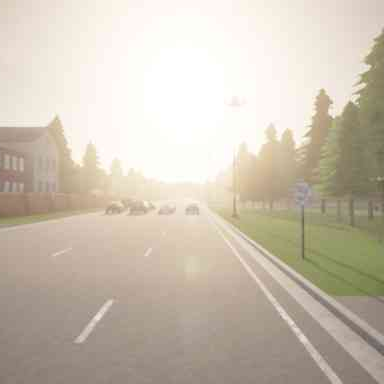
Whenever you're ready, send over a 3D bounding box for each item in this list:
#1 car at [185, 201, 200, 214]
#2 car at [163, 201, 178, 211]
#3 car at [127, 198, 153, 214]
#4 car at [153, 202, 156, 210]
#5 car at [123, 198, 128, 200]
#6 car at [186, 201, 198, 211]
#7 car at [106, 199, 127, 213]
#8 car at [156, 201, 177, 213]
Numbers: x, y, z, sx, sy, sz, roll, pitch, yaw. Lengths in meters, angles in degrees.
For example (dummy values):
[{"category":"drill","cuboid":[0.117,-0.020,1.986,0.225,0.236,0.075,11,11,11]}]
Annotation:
[{"category":"car","cuboid":[0.059,2.112,44.862,1.812,1.442,4.674,0,-1,1]},{"category":"car","cuboid":[-3.490,2.268,55.180,2.033,1.411,5.357,0,-1,0]},{"category":"car","cuboid":[-6.940,1.940,44.958,2.097,1.767,4.553,0,-1,1]},{"category":"car","cuboid":[-6.990,2.285,55.180,1.994,1.385,4.181,0,-1,0]},{"category":"car","cuboid":[-10.490,1.954,56.046,2.150,2.045,5.566,0,-1,0]},{"category":"car","cuboid":[0.010,2.225,55.180,1.837,1.490,4.892,0,-1,0]},{"category":"car","cuboid":[-10.437,2.101,45.593,1.837,1.490,4.892,0,-1,1]},{"category":"car","cuboid":[-3.439,2.116,45.190,1.812,1.442,4.674,0,-1,1]}]
